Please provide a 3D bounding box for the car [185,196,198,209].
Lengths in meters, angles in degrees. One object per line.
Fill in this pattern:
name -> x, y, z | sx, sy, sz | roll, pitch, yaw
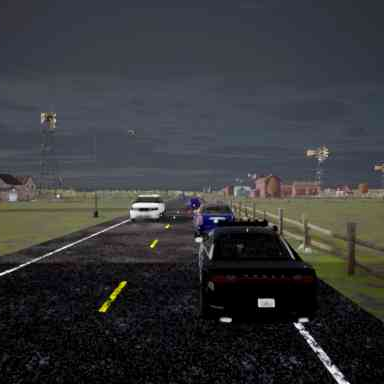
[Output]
car -> 0.337, 1.562, 45.321 | 1.812, 1.442, 4.674 | 0, 0, 1

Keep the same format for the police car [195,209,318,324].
police car -> 1.108, 1.425, 7.466 | 1.930, 1.638, 5.238 | 0, 0, 0

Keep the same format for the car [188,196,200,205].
car -> 0.396, 1.563, 61.975 | 2.128, 1.511, 4.902 | 0, 0, 0

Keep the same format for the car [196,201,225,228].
car -> 1.208, 1.463, 23.547 | 1.801, 1.575, 5.366 | 0, 0, 0

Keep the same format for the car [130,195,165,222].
car -> -3.425, 1.232, 26.465 | 2.150, 2.045, 5.566 | 0, 0, 0

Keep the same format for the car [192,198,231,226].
car -> 1.168, 1.354, 17.328 | 2.097, 1.767, 4.553 | 0, 0, 0
